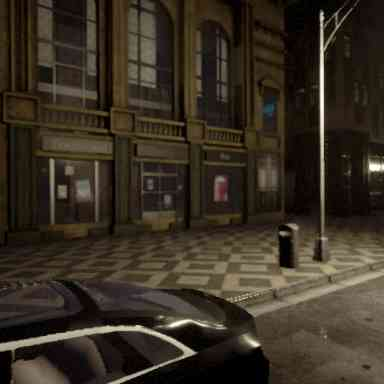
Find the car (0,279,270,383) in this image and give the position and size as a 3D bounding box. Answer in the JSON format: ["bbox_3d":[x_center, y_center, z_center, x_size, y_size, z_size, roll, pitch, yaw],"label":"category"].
[{"bbox_3d":[-1.607,1.493,2.109,4.902,1.511,2.128,-1,0,-36],"label":"car"}]
